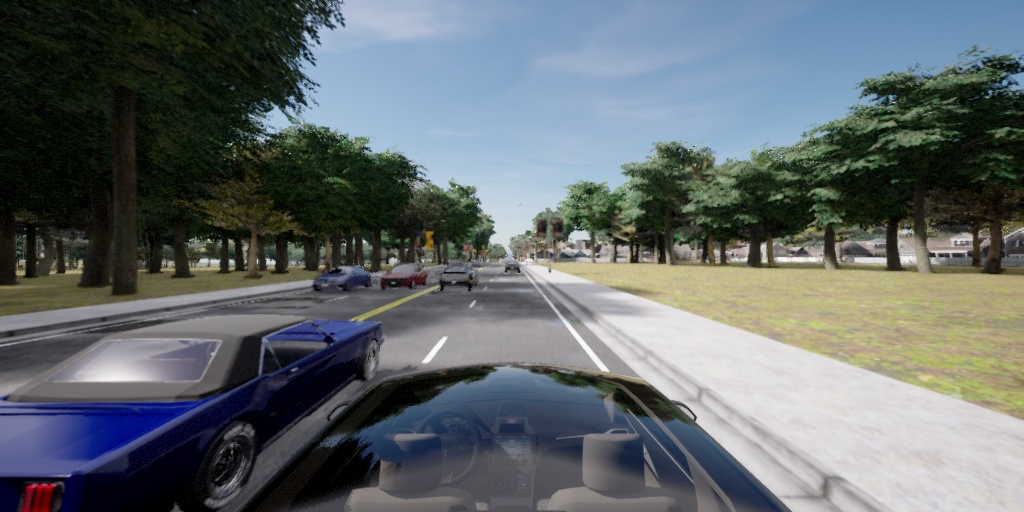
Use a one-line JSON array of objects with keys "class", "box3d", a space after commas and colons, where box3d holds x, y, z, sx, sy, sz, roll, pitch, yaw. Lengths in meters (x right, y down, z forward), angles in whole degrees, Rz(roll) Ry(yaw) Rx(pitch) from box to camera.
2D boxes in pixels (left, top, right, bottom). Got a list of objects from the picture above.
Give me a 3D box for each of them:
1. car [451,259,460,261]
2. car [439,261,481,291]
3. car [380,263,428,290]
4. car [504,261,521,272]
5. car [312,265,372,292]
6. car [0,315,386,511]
[{"class": "car", "box3d": [-9.839, 1.363, 62.554, 1.837, 1.490, 4.892, 0, 0, 1]}, {"class": "car", "box3d": [-3.169, 1.248, 21.975, 2.128, 1.511, 4.902, 0, 0, 0]}, {"class": "car", "box3d": [-6.617, 1.234, 22.484, 1.882, 1.535, 5.008, 0, 0, 0]}, {"class": "car", "box3d": [0.057, 1.327, 46.244, 1.812, 1.442, 4.674, 0, 0, 0]}, {"class": "car", "box3d": [-9.866, 1.281, 21.262, 1.812, 1.442, 4.674, 0, 0, 0]}, {"class": "car", "box3d": [-3.151, 1.351, 4.234, 1.895, 1.301, 4.718, 0, 0, 0]}]
